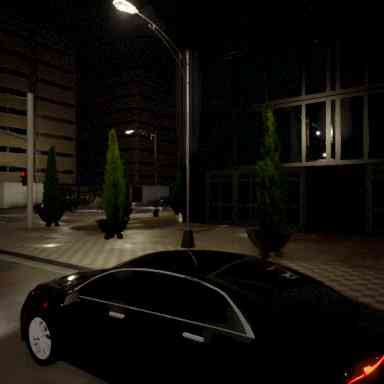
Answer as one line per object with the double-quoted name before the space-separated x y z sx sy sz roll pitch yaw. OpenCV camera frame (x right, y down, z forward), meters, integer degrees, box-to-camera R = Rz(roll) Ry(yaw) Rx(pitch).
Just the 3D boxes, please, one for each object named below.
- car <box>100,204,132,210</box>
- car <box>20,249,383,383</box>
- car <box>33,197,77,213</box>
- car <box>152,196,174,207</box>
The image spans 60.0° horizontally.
"car" -9.924 1.581 43.819 1.812 1.442 4.674 0 0 35
"car" -0.249 1.505 4.169 4.892 1.490 1.837 0 0 36
"car" -15.049 1.407 36.571 2.097 1.767 4.553 0 0 35
"car" -4.153 1.407 51.992 2.097 1.767 4.553 0 0 35
